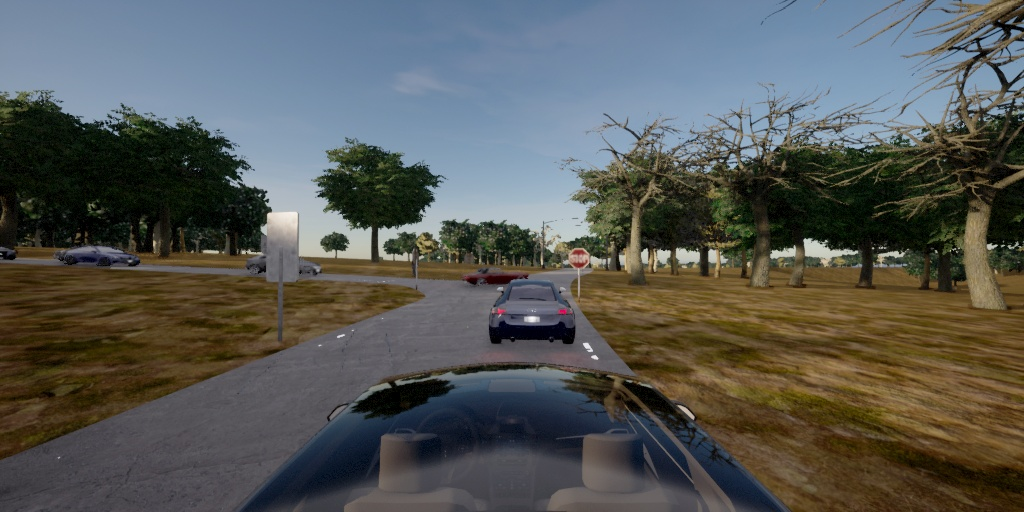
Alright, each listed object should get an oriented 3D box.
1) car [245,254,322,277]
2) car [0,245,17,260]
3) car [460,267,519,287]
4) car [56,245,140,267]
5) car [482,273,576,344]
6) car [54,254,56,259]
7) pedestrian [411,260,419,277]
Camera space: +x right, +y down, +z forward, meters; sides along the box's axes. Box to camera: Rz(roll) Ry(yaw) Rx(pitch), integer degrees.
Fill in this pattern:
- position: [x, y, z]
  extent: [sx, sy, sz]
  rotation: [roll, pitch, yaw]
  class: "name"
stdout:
- position: [-15.507, 0.614, 24.484]
  extent: [4.902, 1.511, 2.128]
  rotation: [2, -1, 7]
  class: "car"
- position: [-40.808, -0.407, 27.492]
  extent: [4.181, 1.385, 1.994]
  rotation: [3, -1, 7]
  class: "car"
- position: [-1.165, 1.462, 25.266]
  extent: [4.718, 1.301, 1.895]
  rotation: [0, 0, -24]
  class: "car"
- position: [-29.889, 0.026, 26.180]
  extent: [4.674, 1.442, 1.812]
  rotation: [2, -1, 7]
  class: "car"
- position: [0.522, 1.319, 9.624]
  extent: [1.994, 1.385, 4.181]
  rotation: [0, 0, 3]
  class: "car"
- position: [-35.421, -0.183, 30.046]
  extent: [4.902, 1.511, 2.128]
  rotation: [2, -1, 7]
  class: "car"
- position: [-8.152, 0.850, 30.015]
  extent: [0.375, 1.860, 0.375]
  rotation: [0, -4, 7]
  class: "pedestrian"
